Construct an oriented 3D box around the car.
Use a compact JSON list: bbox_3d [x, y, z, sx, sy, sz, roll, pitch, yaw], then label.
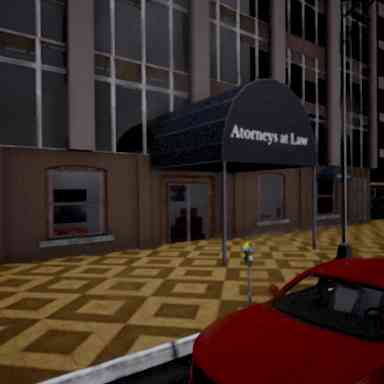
[{"bbox_3d":[2.031,1.539,3.929,4.507,1.381,1.887,0,0,-36],"label":"car"}]
